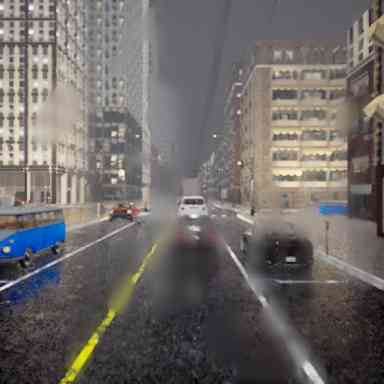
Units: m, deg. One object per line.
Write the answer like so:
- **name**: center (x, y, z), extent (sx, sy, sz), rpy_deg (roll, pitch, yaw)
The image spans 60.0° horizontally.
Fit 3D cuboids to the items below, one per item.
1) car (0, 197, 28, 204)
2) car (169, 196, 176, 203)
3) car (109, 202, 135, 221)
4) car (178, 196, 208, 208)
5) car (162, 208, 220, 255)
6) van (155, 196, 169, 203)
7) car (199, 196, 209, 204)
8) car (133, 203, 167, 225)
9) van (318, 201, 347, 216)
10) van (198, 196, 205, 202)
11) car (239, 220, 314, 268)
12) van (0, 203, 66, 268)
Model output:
- **car**: center (-21.136, 1.288, 38.965), extent (4.097, 1.590, 1.967), rpy_deg (1, -1, 0)
- **car**: center (-5.700, 2.009, 82.689), extent (1.752, 1.417, 4.829), rpy_deg (0, 0, 0)
- **car**: center (-5.694, 1.597, 28.183), extent (1.967, 1.590, 4.097), rpy_deg (0, 0, 0)
- **car**: center (0.103, 1.367, 26.267), extent (2.150, 2.045, 5.566), rpy_deg (0, 0, 0)
- **car**: center (0.099, 1.623, 13.683), extent (2.033, 1.411, 5.357), rpy_deg (0, 0, 0)
- **van**: center (-5.698, 1.688, 60.657), extent (1.690, 1.788, 3.998), rpy_deg (0, 0, 0)
- **car**: center (2.681, 1.765, 77.312), extent (2.192, 1.841, 5.009), rpy_deg (0, 0, 0)
- **car**: center (-3.003, 1.795, 25.619), extent (1.895, 1.301, 4.718), rpy_deg (0, 0, 0)
- **van**: center (16.926, 1.921, 38.916), extent (3.998, 1.788, 1.690), rpy_deg (1, -1, 0)
- **van**: center (2.679, 1.896, 93.964), extent (1.690, 1.788, 3.998), rpy_deg (0, 0, 0)
- **car**: center (2.688, 1.612, 11.237), extent (2.008, 1.369, 4.403), rpy_deg (0, 0, 0)
- **van**: center (-5.692, 1.403, 11.238), extent (1.690, 1.788, 3.998), rpy_deg (0, 0, 0)
